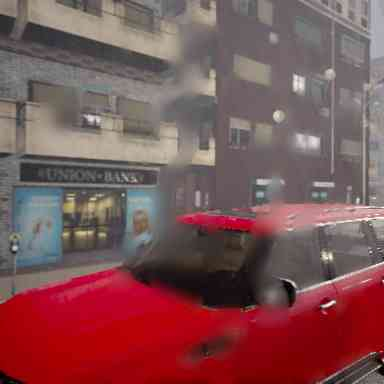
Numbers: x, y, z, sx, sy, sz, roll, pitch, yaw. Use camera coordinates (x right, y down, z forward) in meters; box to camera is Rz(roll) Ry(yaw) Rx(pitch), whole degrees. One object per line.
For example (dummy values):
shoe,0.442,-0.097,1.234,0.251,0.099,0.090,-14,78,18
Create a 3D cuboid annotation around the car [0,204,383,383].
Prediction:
car,0.678,1.207,3.856,5.566,2.045,2.150,0,0,-35
